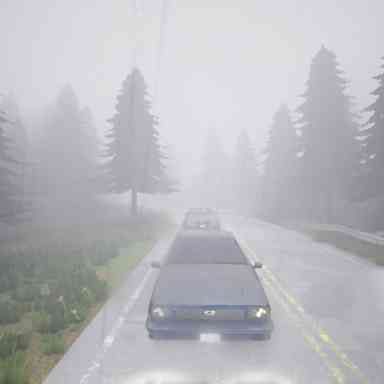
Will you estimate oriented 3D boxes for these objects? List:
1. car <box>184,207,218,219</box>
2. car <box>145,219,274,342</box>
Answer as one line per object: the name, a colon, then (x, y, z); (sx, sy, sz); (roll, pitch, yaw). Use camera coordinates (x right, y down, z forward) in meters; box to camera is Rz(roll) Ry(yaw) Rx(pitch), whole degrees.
car: (0.500, 1.584, 19.180); (1.994, 1.385, 4.181); (0, 0, -2)
car: (0.294, 1.558, 7.095); (2.033, 1.411, 5.357); (0, 0, 1)
